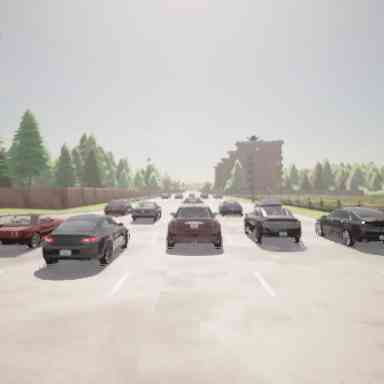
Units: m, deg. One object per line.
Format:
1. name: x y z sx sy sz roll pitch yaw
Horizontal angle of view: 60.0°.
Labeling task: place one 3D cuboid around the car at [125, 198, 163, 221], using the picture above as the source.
1. car: -3.423 1.440 25.747 2.033 1.411 5.357 0 0 0

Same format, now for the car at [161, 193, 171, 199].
1. car: -7.025 1.169 86.633 2.033 1.411 5.357 0 0 0

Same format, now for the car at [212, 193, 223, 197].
1. car: 6.974 0.983 87.023 2.097 1.767 4.553 0 0 0

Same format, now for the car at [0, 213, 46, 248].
1. car: -6.908 1.541 14.138 1.895 1.301 4.718 0 0 0

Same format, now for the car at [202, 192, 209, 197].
1. car: 3.474 1.127 87.020 1.837 1.490 4.892 0 0 0

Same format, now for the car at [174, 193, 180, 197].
1. car: -3.525 1.181 86.601 1.994 1.385 4.181 0 0 0

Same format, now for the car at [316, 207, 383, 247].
1. car: 7.091 1.442 14.717 1.837 1.490 4.892 0 0 0

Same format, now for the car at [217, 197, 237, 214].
1. car: 3.584 1.432 31.388 1.994 1.385 4.181 0 0 0

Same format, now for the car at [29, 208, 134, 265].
1. car: -3.416 1.478 11.315 1.812 1.442 4.674 0 0 0

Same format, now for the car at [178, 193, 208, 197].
1. car: 0.084 1.224 30.571 2.097 1.767 4.553 0 0 0

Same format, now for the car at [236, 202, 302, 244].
1. car: 3.592 1.426 15.494 2.128 1.511 4.902 0 0 0

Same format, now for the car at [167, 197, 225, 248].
1. car: 0.090 1.291 14.515 2.097 1.767 4.553 0 0 0

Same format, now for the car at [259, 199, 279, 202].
1. car: 7.085 1.376 30.852 1.837 1.490 4.892 0 0 0

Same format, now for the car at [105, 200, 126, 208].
1. car: -6.915 1.432 31.502 1.994 1.385 4.181 0 0 0

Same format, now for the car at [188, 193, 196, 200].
1. car: -0.026 1.152 87.019 2.128 1.511 4.902 0 0 0
